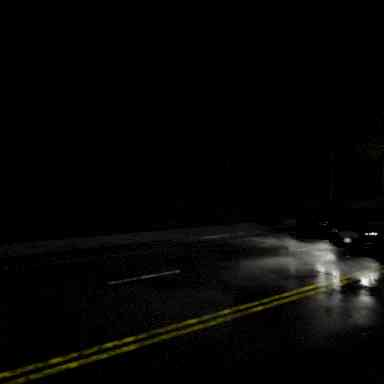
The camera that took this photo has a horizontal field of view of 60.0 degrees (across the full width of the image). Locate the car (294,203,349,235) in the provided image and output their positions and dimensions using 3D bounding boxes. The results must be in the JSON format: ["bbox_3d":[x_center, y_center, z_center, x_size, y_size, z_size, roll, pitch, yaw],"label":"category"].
[{"bbox_3d":[7.272,1.349,16.855,5.008,1.535,1.882,-1,0,-35],"label":"car"}]

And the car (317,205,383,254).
[{"bbox_3d":[7.375,1.384,12.937,4.902,1.511,2.128,-1,0,-35],"label":"car"}]
